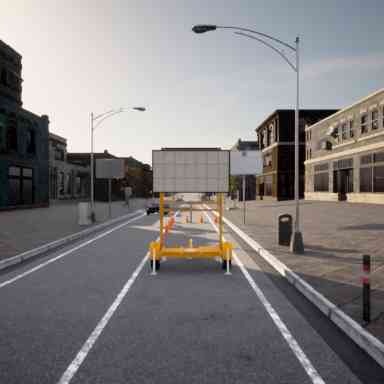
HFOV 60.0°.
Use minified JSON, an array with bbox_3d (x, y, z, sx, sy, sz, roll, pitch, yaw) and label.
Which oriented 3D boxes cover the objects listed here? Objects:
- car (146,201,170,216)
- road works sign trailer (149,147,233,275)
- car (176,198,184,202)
[{"bbox_3d":[-3.190,1.559,31.559,1.895,1.301,4.718,0,-1,0],"label":"car"},{"bbox_3d":[-0.029,0.431,10.329,2.380,3.560,2.880,0,0,0],"label":"road works sign trailer"},{"bbox_3d":[-3.259,2.183,89.004,1.994,1.385,4.181,0,-1,0],"label":"car"}]
